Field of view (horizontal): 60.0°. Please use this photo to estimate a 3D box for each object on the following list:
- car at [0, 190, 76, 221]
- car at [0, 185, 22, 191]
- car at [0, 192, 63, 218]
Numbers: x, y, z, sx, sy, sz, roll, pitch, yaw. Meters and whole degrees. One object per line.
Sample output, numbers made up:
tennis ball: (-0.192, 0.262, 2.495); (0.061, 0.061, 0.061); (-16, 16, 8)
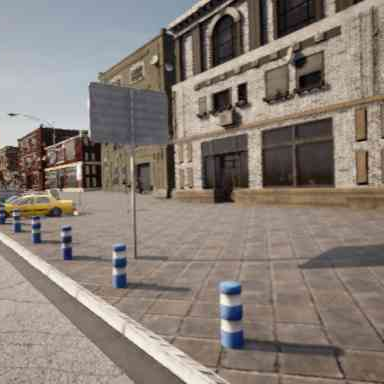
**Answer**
car: (-9.856, 0.862, 20.069); (5.366, 1.575, 1.946); (-3, 3, -38)
car: (-13.159, 0.613, 24.480); (4.553, 1.767, 2.185); (-3, 3, -38)
car: (-11.419, 0.837, 22.349); (4.674, 1.452, 2.002); (-3, 3, -38)
